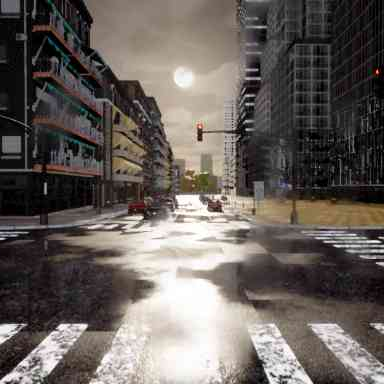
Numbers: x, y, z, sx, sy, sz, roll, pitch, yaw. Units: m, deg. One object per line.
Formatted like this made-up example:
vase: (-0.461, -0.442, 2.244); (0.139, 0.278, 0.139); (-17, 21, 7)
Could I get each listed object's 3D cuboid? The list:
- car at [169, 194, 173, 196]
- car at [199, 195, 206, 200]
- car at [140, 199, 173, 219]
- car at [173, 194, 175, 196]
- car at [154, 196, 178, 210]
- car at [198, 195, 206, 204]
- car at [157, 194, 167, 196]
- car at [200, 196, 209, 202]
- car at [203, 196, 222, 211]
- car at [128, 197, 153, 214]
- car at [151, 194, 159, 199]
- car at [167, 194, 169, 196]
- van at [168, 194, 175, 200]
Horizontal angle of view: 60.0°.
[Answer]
car: (-5.577, 1.583, 69.249); (1.802, 1.307, 4.206); (-1, 0, 0)
car: (2.810, 1.534, 92.058); (1.752, 1.417, 4.829); (-1, 0, 0)
car: (-3.048, 1.560, 29.129); (1.994, 1.385, 4.181); (0, 0, 0)
car: (-5.551, 1.322, 86.196); (2.192, 1.841, 5.009); (-1, 0, 0)
car: (-3.026, 1.500, 39.039); (1.837, 1.490, 4.892); (0, 0, 0)
car: (2.760, 1.551, 63.642); (2.008, 1.369, 4.403); (-1, 0, 0)
car: (-5.611, 1.312, 52.302); (2.192, 1.841, 5.009); (-1, 0, 0)
car: (2.780, 1.547, 74.940); (1.887, 1.381, 4.507); (-1, 0, 0)
car: (2.718, 1.540, 41.046); (1.887, 1.381, 4.507); (-1, 0, 0)
car: (-5.638, 1.540, 35.355); (1.887, 1.381, 4.507); (-1, 0, 0)
car: (-5.630, 1.436, 41.004); (1.967, 1.590, 4.097); (-1, 0, 0)
car: (-5.599, 1.439, 57.950); (1.967, 1.590, 4.097); (-1, 0, 0)
van: (-5.540, 1.350, 91.843); (1.690, 1.788, 3.998); (-1, 0, 0)
